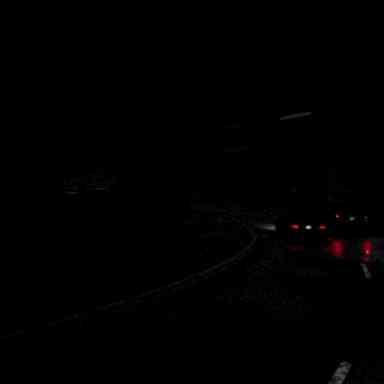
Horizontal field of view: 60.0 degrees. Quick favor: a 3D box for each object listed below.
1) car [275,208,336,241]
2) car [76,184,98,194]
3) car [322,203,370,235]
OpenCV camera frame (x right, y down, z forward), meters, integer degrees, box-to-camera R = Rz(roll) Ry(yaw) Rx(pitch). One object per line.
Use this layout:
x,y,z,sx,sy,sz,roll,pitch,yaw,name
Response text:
5.541,1.624,17.360,2.033,1.411,5.357,1,0,7,car
-15.494,-0.433,48.958,1.994,1.385,4.181,0,2,-37,car
8.792,1.467,20.187,2.097,1.767,4.553,2,0,2,car
